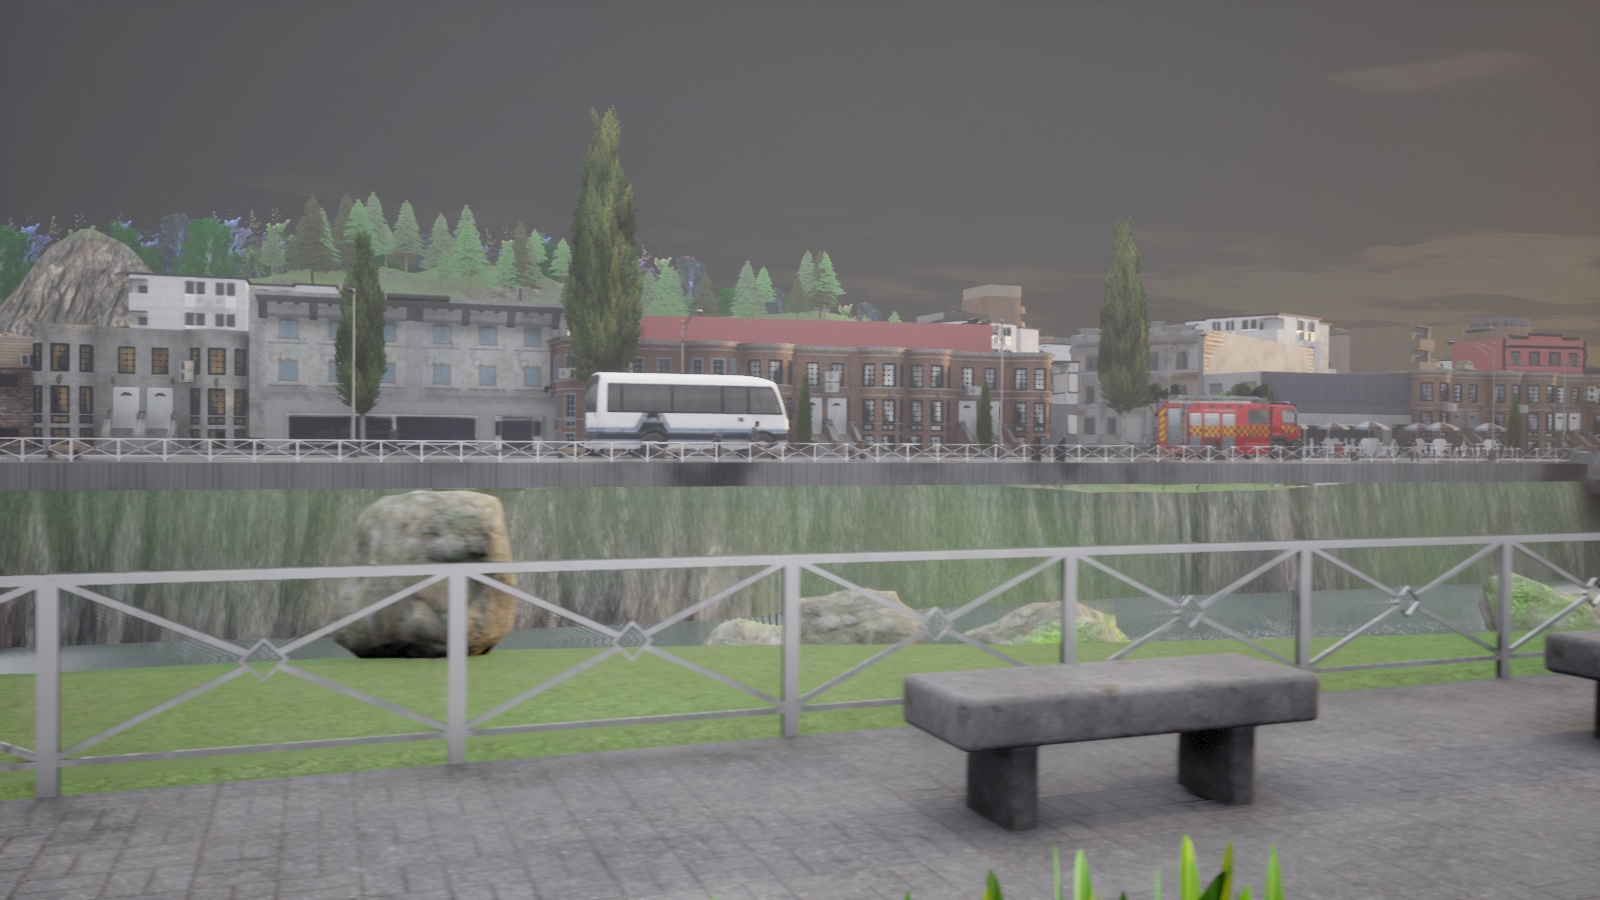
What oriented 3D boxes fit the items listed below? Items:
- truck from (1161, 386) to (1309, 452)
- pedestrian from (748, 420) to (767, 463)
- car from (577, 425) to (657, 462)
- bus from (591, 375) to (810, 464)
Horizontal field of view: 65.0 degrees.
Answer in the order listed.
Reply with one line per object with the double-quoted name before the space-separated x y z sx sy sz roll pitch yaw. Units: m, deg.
"truck" 26.107 -1.875 75.353 8.468 3.827 2.891 -1 1 -21
"pedestrian" -1.899 -0.390 56.448 0.788 1.949 0.423 -1 1 1
"car" -9.634 -0.377 66.061 3.866 1.878 1.905 -1 1 -21
"bus" -5.032 -1.558 63.518 10.273 4.253 3.944 -1 1 -21
